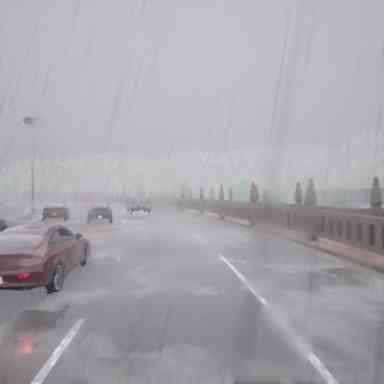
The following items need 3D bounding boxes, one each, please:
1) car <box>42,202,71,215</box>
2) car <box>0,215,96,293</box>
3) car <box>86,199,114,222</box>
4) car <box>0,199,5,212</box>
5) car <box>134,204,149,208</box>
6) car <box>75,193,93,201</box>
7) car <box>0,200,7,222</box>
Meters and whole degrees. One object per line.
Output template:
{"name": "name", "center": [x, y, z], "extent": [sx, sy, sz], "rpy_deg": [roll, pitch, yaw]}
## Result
{"name": "car", "center": [-11.497, 1.574, 28.421], "extent": [1.882, 1.535, 5.008], "rpy_deg": [0, 0, -16]}
{"name": "car", "center": [-4.017, 1.557, 8.747], "extent": [1.812, 1.442, 4.674], "rpy_deg": [0, 0, -5]}
{"name": "car", "center": [-7.414, 1.582, 26.821], "extent": [1.837, 1.490, 4.892], "rpy_deg": [0, 0, -16]}
{"name": "car", "center": [-25.004, 1.701, 42.469], "extent": [1.812, 1.442, 4.674], "rpy_deg": [0, 0, -28]}
{"name": "car", "center": [-5.164, 1.391, 31.828], "extent": [1.895, 1.301, 4.718], "rpy_deg": [0, 0, -17]}
{"name": "car", "center": [-19.925, 1.131, 61.266], "extent": [2.150, 2.045, 5.566], "rpy_deg": [0, 0, -35]}
{"name": "car", "center": [-7.649, 1.270, 10.217], "extent": [2.150, 2.045, 5.566], "rpy_deg": [0, 0, -6]}
